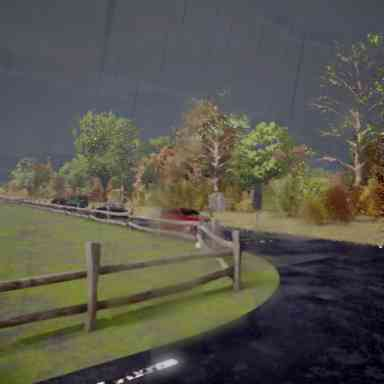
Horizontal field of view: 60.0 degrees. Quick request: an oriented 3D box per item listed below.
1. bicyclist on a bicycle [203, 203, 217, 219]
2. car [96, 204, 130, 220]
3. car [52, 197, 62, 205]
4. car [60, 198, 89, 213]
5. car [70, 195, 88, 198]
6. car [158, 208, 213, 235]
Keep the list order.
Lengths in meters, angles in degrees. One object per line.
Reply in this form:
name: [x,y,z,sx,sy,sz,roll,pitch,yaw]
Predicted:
bicyclist on a bicycle: [1.461,1.720,28.149,1.656,1.620,0.582,0,0,-35]
car: [-7.177,1.757,30.151,1.994,1.385,4.181,1,-1,-34]
car: [-23.093,1.715,58.293,1.882,1.535,5.008,1,-1,-35]
car: [-14.116,1.763,40.200,1.994,1.385,4.181,1,-1,-34]
car: [-17.066,1.462,49.600,2.150,2.045,5.566,1,-1,-35]
car: [-0.426,1.702,20.385,1.812,1.442,4.674,1,-1,-35]
